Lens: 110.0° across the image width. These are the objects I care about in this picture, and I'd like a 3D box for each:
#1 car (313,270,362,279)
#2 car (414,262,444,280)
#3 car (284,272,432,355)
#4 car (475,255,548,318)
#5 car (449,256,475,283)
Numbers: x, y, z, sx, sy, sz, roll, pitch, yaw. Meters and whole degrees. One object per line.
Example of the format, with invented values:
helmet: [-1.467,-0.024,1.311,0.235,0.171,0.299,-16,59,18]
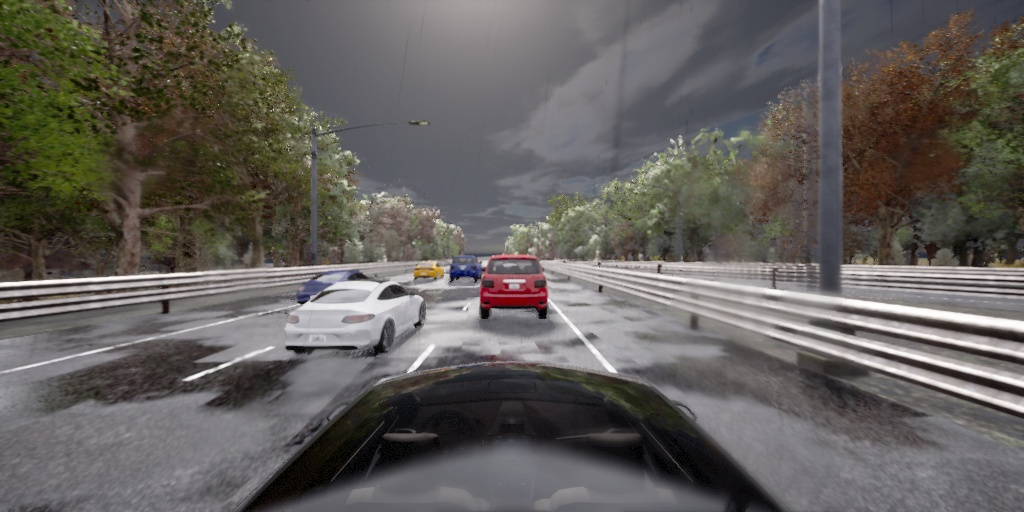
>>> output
car: [-6.969,1.295,14.889,1.812,1.442,4.674,0,0,0]
car: [-7.207,1.277,31.485,1.882,1.535,5.008,0,0,-1]
car: [-3.426,1.284,8.611,1.812,1.442,4.674,0,0,0]
car: [0.047,0.985,13.175,2.150,2.045,5.566,0,0,0]
car: [-3.657,1.014,28.934,2.150,2.045,5.566,0,0,-1]
